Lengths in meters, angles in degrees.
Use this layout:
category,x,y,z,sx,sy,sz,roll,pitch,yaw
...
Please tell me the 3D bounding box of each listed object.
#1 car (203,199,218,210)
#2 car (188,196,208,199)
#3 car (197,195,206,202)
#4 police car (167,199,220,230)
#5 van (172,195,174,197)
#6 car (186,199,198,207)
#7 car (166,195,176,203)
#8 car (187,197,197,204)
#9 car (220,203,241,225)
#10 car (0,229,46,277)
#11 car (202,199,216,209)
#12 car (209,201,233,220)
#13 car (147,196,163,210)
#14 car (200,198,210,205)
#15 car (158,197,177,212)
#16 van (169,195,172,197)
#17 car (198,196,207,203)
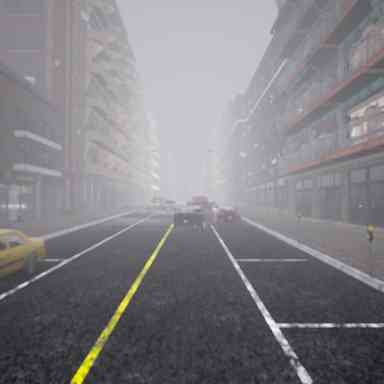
category,x,y,z,sx,sy,sz,roll,pitch,yaw
car,2.583,1.765,47.000,1.887,1.381,4.507,1,0,0
car,0.688,1.485,31.472,2.097,1.767,4.553,0,0,-3
car,2.552,1.842,91.247,2.192,1.841,5.009,1,0,0
police car,0.275,1.513,21.927,1.930,1.638,5.238,0,0,15
van,-5.293,1.702,69.186,1.690,1.788,3.998,1,0,0
car,-0.001,1.846,57.258,1.994,1.385,4.181,0,0,0
car,-5.293,1.800,85.776,2.192,1.841,5.009,1,0,0
car,-0.001,1.780,72.266,2.128,1.511,4.902,0,0,0
car,2.584,1.646,24.878,1.887,1.381,4.507,1,0,0
car,-5.294,1.556,8.186,1.752,1.417,4.829,2,0,0
car,2.583,1.803,52.531,2.008,1.369,4.403,1,0,0
car,2.584,1.655,30.580,1.752,1.417,4.829,1,0,0
car,-5.296,1.745,46.893,1.752,1.417,4.829,2,0,0
car,2.583,1.905,69.123,1.887,1.381,4.507,1,0,0
car,-2.842,1.719,42.357,1.812,1.442,4.674,0,0,0
van,-5.292,1.664,63.654,1.690,1.788,3.998,2,0,0
car,2.592,1.882,80.185,1.967,1.590,4.097,1,0,0
